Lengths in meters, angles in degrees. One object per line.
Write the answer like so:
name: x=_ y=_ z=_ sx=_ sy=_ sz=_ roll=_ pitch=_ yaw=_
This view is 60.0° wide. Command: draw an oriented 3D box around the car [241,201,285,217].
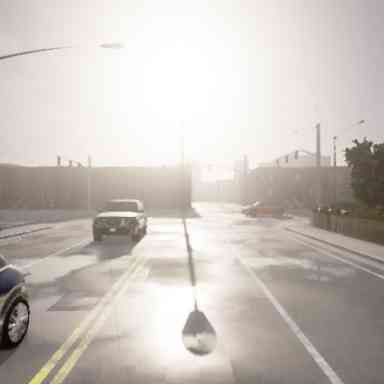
car: x=7.653 y=1.740 z=36.220 sx=4.553 sy=1.767 sz=2.097 roll=0 pitch=-1 yaw=-12

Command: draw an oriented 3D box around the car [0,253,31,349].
car: x=-3.592 y=1.389 z=3.329 sx=2.097 sy=1.767 sz=4.553 roll=0 pitch=-1 yaw=0

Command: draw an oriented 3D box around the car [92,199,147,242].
car: x=-3.700 y=1.417 z=17.993 sx=2.150 sy=2.045 sz=5.566 roll=0 pitch=-1 yaw=-2
